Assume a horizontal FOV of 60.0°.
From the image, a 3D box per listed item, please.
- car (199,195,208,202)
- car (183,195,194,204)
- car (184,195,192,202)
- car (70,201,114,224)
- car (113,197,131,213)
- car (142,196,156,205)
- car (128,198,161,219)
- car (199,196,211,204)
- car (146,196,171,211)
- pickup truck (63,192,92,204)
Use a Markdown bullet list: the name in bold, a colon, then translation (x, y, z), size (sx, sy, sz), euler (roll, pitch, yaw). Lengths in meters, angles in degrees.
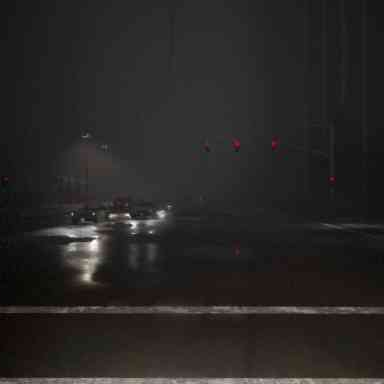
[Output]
- **car**: translation (2.555, 1.524, 75.254), size (1.812, 1.442, 4.674), euler (0, 0, -1)
- **car**: translation (-0.749, 1.352, 65.456), size (2.097, 1.767, 4.553), euler (0, 0, -1)
- **car**: translation (-0.947, 1.478, 75.459), size (1.882, 1.535, 5.008), euler (0, 0, -1)
- **car**: translation (-7.486, 1.601, 24.886), size (1.895, 1.301, 4.718), euler (0, 0, -1)
- **car**: translation (-7.660, 1.351, 36.858), size (2.097, 1.767, 4.553), euler (0, 0, -1)
- **car**: translation (-7.867, 1.477, 61.627), size (1.882, 1.535, 5.008), euler (0, 0, 0)
- **car**: translation (-4.069, 1.526, 29.084), size (1.812, 1.442, 4.674), euler (0, 0, -1)
- **car**: translation (2.757, 1.491, 64.870), size (2.128, 1.511, 4.902), euler (0, 0, -1)
- **car**: translation (-4.207, 1.490, 41.823), size (2.128, 1.511, 4.902), euler (0, 0, 0)
- **pickup truck**: translation (-20.918, 1.059, 60.092), size (2.390, 2.098, 6.274), euler (0, 0, 30)
